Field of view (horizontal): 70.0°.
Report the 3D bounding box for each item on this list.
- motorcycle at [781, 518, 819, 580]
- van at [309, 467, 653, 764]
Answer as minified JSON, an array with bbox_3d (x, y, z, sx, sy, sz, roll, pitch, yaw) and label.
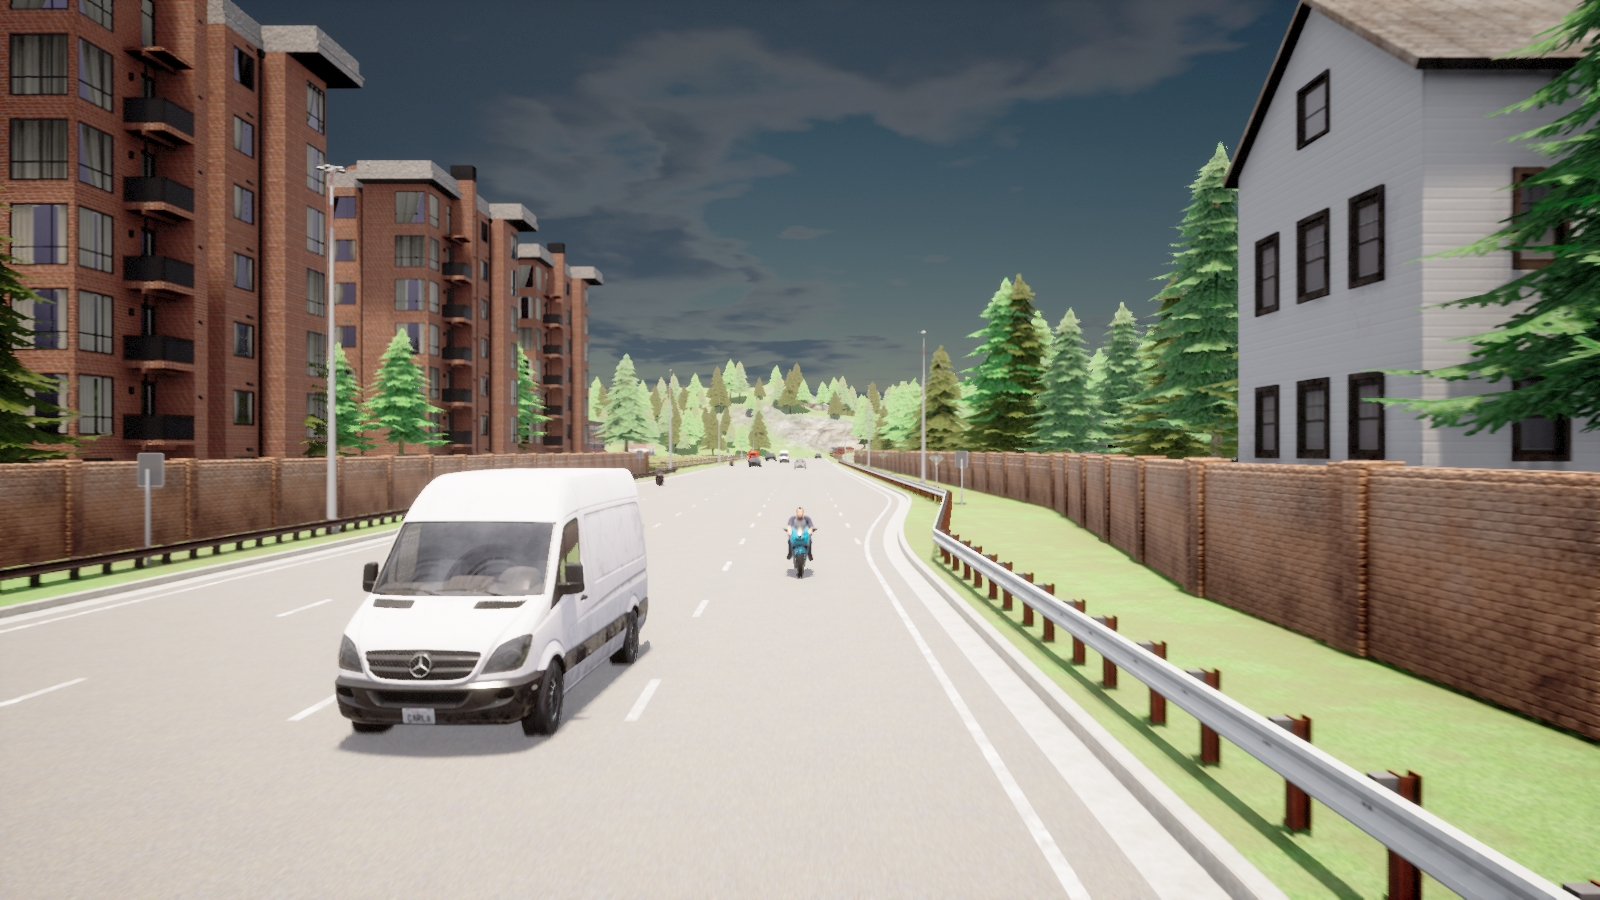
[{"bbox_3d":[0.003,2.167,25.447,0.803,1.199,2.033,0,0,0],"label":"motorcycle"},{"bbox_3d":[-3.253,1.524,13.222,1.988,2.561,5.915,0,0,4],"label":"van"}]
